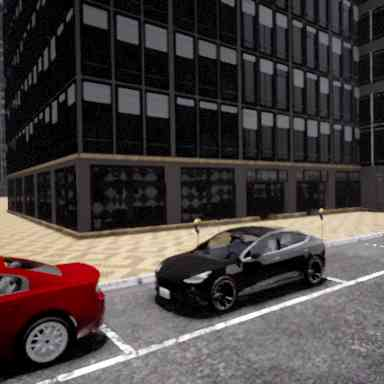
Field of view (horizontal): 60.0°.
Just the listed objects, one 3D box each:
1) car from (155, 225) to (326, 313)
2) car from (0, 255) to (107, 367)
[{"bbox_3d":[1.260,1.474,7.466,4.313,1.339,1.947,-1,0,-36],"label":"car"},{"bbox_3d":[-3.376,1.552,4.155,4.507,1.381,1.887,-1,0,-36],"label":"car"}]
